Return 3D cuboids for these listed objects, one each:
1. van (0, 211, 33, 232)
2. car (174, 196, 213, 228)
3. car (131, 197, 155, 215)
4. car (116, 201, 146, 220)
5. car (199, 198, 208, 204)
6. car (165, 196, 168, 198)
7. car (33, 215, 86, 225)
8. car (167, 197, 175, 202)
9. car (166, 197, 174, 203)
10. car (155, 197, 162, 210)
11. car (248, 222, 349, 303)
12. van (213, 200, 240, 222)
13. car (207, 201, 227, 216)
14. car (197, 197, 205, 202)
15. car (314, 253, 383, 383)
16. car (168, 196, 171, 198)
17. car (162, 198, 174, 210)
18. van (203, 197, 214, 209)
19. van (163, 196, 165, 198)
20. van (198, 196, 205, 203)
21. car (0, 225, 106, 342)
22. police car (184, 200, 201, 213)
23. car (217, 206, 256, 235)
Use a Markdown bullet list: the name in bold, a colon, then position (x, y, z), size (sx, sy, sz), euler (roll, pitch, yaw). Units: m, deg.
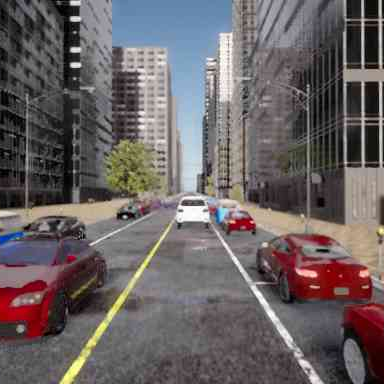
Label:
- **van**: position (-5.703, 1.398, 8.035), size (1.690, 1.788, 3.998), euler (0, 0, 0)
- **car**: position (0.064, 1.375, 23.713), size (2.150, 2.045, 5.566), euler (0, 0, 0)
- **car**: position (-5.745, 1.544, 36.377), size (2.192, 1.841, 5.009), euler (0, 0, 0)
- **car**: position (-5.737, 1.761, 30.708), size (1.947, 1.339, 4.313), euler (0, 0, 0)
- **car**: position (2.576, 2.014, 76.068), size (1.947, 1.339, 4.313), euler (0, 0, 0)
- **car**: position (-5.780, 1.801, 59.049), size (1.967, 1.590, 4.097), euler (0, 0, 0)
- **car**: position (-5.712, 1.660, 13.703), size (1.947, 1.339, 4.313), euler (0, 0, 0)
- **car**: position (-5.830, 2.076, 93.060), size (2.008, 1.369, 4.403), euler (0, 0, 0)
- **car**: position (-5.821, 2.025, 87.223), size (1.752, 1.417, 4.829), euler (0, 0, 0)
- **car**: position (-5.763, 1.840, 47.711), size (1.887, 1.381, 4.507), euler (0, 0, 0)
- **car**: position (2.677, 1.638, 8.045), size (1.802, 1.307, 4.206), euler (0, 0, 0)
- **van**: position (2.652, 1.502, 25.054), size (1.690, 1.788, 3.998), euler (0, 0, 0)
- **car**: position (2.635, 1.773, 36.389), size (1.887, 1.381, 4.507), euler (0, 0, 0)
- **car**: position (2.551, 2.091, 93.073), size (1.947, 1.339, 4.313), euler (0, 0, 0)
- **car**: position (2.685, 1.562, 2.378), size (1.887, 1.381, 4.507), euler (0, 0, 0)
- **car**: position (-5.788, 1.831, 64.717), size (1.967, 1.590, 4.097), euler (0, 0, 0)
- **car**: position (-3.159, 1.899, 48.145), size (1.895, 1.301, 4.718), euler (0, 0, 0)
- **van**: position (2.610, 1.669, 53.394), size (1.690, 1.788, 3.998), euler (0, 0, 0)
- **van**: position (-5.771, 1.669, 53.382), size (1.690, 1.788, 3.998), euler (0, 0, 0)
- **van**: position (2.559, 1.841, 87.406), size (1.690, 1.788, 3.998), euler (0, 0, 0)
- **car**: position (-3.111, 1.611, 6.631), size (1.994, 1.385, 4.181), euler (0, 0, 0)
- **police car**: position (0.037, 1.767, 41.842), size (2.038, 1.542, 4.974), euler (0, 0, 0)
- **car**: position (2.661, 1.709, 19.384), size (1.802, 1.307, 4.206), euler (0, 0, 0)
